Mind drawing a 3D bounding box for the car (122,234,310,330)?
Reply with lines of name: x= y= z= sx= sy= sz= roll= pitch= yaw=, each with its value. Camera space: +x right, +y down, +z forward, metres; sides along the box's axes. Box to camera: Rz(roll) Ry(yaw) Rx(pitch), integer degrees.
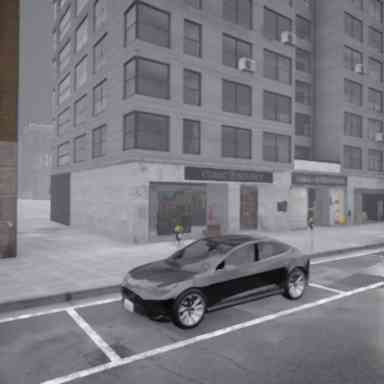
car: x=0.700 y=1.607 z=6.997 sx=4.313 sy=1.339 sz=1.947 roll=1 pitch=0 yaw=-35
